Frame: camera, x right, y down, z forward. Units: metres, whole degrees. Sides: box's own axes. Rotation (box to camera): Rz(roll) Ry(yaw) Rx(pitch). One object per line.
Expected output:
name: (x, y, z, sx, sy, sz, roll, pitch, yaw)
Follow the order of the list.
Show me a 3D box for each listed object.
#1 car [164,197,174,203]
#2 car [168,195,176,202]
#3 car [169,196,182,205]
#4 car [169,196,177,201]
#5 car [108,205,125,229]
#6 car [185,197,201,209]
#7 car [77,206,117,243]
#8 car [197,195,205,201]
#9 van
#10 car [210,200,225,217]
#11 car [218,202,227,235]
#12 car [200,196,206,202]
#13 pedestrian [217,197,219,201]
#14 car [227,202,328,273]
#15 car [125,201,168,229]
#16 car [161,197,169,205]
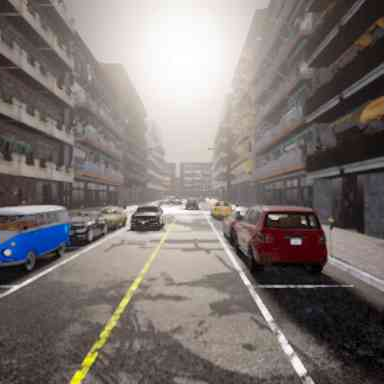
car: (-5.319, 1.814, 77.360, 1.947, 1.339, 4.313, 1, 0, 0)
car: (-5.320, 1.738, 88.489, 1.967, 1.590, 4.097, 1, 0, 0)
car: (-2.796, 1.716, 62.225, 1.812, 1.442, 4.674, 0, 0, 1)
car: (-5.322, 1.849, 93.882, 1.752, 1.417, 4.829, 1, 0, 0)
car: (-5.307, 1.569, 21.549, 1.752, 1.417, 4.829, 1, 0, 0)
car: (0.015, 1.734, 47.626, 1.895, 1.301, 4.718, 0, 0, 0)
car: (-5.306, 1.579, 16.157, 2.008, 1.369, 4.403, 1, 0, 0)
car: (2.559, 1.765, 94.083, 1.967, 1.590, 4.097, 1, 0, 0)
van: (-5.301, 1.354, 10.592, 1.690, 1.788, 3.998, 1, 0, 0)
car: (2.744, 1.533, 31.787, 1.801, 1.575, 5.366, 0, 0, 0)
car: (2.575, 1.468, 16.193, 1.967, 1.590, 4.097, 1, 0, 0)
car: (2.560, 1.798, 83.126, 1.752, 1.417, 4.829, 1, 0, 0)
pedestrian: (2.743, 1.382, 34.793, 0.375, 1.860, 0.375, 1, -1, 0)
car: (2.578, 1.328, 10.629, 2.192, 1.841, 5.009, 1, 0, 0)
car: (-2.853, 1.549, 21.853, 1.837, 1.490, 4.892, 0, 0, 0)
car: (-5.316, 1.728, 66.063, 1.752, 1.417, 4.829, 1, 0, 0)
